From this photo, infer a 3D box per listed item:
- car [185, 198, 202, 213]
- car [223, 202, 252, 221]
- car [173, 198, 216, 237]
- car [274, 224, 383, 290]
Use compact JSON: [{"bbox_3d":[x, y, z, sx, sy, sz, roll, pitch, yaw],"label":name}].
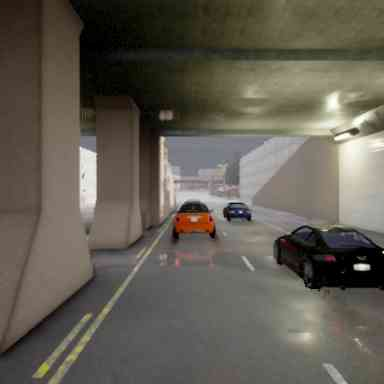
[{"bbox_3d":[0.120,1.493,37.989,1.837,1.490,4.892,0,0,0],"label":"car"},{"bbox_3d":[3.614,1.539,27.116,2.033,1.411,5.357,0,0,0],"label":"car"},{"bbox_3d":[0.110,1.347,18.054,2.097,1.767,4.553,0,0,0],"label":"car"},{"bbox_3d":[3.605,1.561,9.059,1.994,1.385,4.181,0,0,0],"label":"car"}]
